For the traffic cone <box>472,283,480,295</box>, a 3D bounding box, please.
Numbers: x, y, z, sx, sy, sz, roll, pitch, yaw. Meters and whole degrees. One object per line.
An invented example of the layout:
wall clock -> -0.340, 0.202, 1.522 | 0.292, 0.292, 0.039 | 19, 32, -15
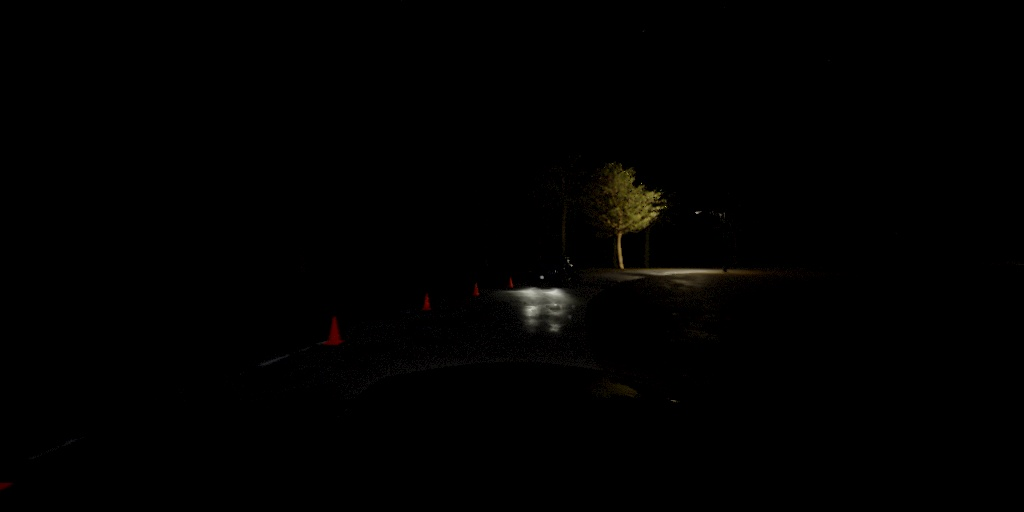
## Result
traffic cone -> -1.840, 1.684, 18.295 | 0.340, 0.580, 0.340 | 0, 0, 17

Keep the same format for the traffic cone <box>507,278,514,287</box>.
traffic cone -> -0.087, 1.693, 23.208 | 0.340, 0.580, 0.340 | 0, 0, 22

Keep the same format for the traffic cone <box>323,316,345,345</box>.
traffic cone -> -4.013, 1.664, 8.100 | 0.340, 0.580, 0.340 | 0, 0, 7

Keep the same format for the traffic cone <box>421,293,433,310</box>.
traffic cone -> -3.152, 1.671, 13.245 | 0.340, 0.580, 0.340 | 0, 0, 12

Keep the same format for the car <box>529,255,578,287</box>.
car -> 3.081, 0.977, 25.324 | 2.150, 2.045, 5.566 | 0, 0, 26

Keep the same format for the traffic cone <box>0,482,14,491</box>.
traffic cone -> -4.417, 1.661, 2.899 | 0.340, 0.580, 0.340 | 0, 0, 2
